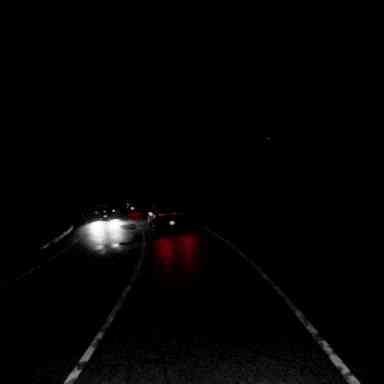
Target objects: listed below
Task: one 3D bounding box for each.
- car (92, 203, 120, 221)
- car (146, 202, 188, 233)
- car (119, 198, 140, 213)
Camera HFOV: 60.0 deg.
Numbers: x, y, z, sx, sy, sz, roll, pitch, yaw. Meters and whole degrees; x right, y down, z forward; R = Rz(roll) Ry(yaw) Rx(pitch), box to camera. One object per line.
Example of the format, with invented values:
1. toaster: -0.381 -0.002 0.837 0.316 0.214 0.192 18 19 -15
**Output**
1. car: -8.144 1.799 30.612 1.895 1.301 4.718 -5 1 -19
2. car: -1.478 1.321 18.954 2.128 1.511 4.902 -4 1 -11
3. car: -7.219 1.510 37.889 1.837 1.490 4.892 -5 1 -19
